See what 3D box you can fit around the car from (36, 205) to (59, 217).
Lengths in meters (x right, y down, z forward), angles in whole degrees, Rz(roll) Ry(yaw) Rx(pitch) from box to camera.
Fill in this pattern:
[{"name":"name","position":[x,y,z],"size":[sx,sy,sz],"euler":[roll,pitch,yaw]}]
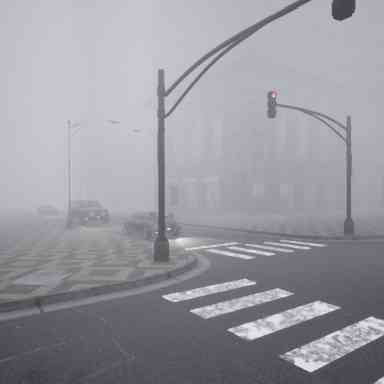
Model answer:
[{"name":"car","position":[-18.275,2.309,41.927],"size":[2.033,1.411,5.357],"euler":[0,-1,-35]}]

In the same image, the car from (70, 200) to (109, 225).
[{"name":"car","position":[-9.069,1.702,28.879],"size":[2.150,2.045,5.566],"euler":[0,-1,-35]}]

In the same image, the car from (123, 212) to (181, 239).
[{"name":"car","position":[-2.402,1.847,19.468],"size":[1.994,1.385,4.181],"euler":[0,-1,-35]}]
